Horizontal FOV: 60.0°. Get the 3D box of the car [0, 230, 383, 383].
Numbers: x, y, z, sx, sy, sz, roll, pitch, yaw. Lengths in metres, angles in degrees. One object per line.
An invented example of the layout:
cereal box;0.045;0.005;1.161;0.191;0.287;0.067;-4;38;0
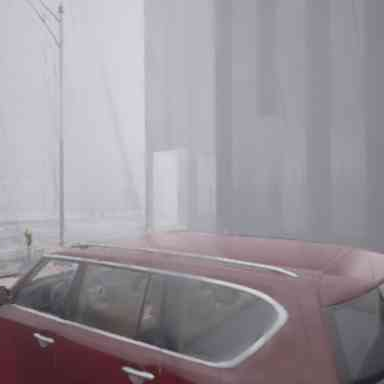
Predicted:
car;-0.535;1.338;3.338;5.009;1.841;2.192;-1;0;35
